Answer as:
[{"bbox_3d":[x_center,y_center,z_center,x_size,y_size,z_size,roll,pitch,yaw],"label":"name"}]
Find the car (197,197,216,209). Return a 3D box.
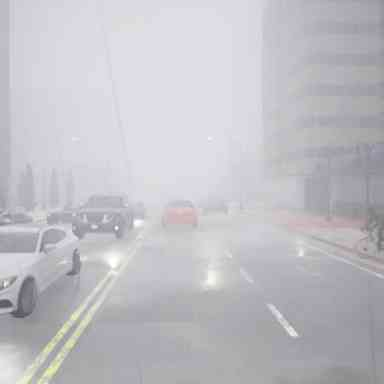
[{"bbox_3d":[1.759,1.368,41.540,1.895,1.301,4.718,0,0,-2],"label":"car"}]

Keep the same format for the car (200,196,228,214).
[{"bbox_3d":[2.184,1.169,32.598,2.097,1.767,4.553,0,0,-3],"label":"car"}]

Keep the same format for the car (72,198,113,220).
[{"bbox_3d":[-8.216,1.351,27.952,2.128,1.511,4.902,0,0,-3],"label":"car"}]

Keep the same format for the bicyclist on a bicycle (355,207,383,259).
[{"bbox_3d":[5.925,1.280,10.576,1.656,1.620,0.582,-7,1,-3],"label":"bicyclist on a bicycle"}]

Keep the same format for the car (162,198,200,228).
[{"bbox_3d":[-0.813,1.232,21.433,2.097,1.767,4.553,0,0,-3],"label":"car"}]

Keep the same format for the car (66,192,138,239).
[{"bbox_3d":[-4.320,1.127,17.094,2.150,2.045,5.566,0,0,-2],"label":"car"}]

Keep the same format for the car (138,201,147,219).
[{"bbox_3d":[-4.754,1.414,27.086,1.994,1.385,4.181,0,0,-2],"label":"car"}]

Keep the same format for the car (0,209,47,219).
[{"bbox_3d":[-7.611,1.424,12.474,2.128,1.511,4.902,0,0,-3],"label":"car"}]

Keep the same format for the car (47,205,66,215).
[{"bbox_3d":[-8.056,1.479,22.354,1.895,1.301,4.718,0,0,-3],"label":"car"}]

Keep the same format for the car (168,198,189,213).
[{"bbox_3d":[-1.437,1.352,35.156,2.033,1.411,5.357,0,0,-2],"label":"car"}]

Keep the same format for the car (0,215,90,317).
[{"bbox_3d":[-3.883,1.485,7.448,1.812,1.442,4.674,0,0,-3],"label":"car"}]

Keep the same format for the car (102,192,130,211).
[{"bbox_3d":[-8.708,1.005,38.687,2.150,2.045,5.566,0,0,-2],"label":"car"}]
